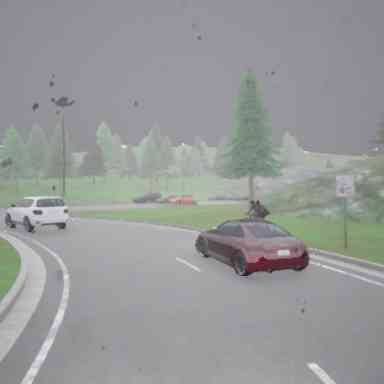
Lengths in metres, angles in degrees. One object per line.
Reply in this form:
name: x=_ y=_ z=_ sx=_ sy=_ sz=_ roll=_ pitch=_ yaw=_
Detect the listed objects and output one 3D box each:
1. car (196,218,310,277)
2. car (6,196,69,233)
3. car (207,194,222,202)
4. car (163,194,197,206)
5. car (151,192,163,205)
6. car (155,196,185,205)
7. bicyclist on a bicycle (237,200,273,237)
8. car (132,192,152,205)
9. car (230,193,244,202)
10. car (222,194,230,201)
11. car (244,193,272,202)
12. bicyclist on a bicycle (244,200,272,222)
car: x=1.640 y=1.499 z=10.252 sx=1.994 sy=1.385 sz=4.181 roll=-1 pitch=0 yaw=-20
car: x=-9.617 y=1.279 z=20.566 sx=2.150 sy=2.045 sz=5.566 roll=-1 pitch=0 yaw=-44
car: x=5.262 y=1.164 z=67.751 sx=4.902 sy=1.511 sz=2.128 roll=-1 pitch=0 yaw=-37
car: x=-1.488 y=1.173 z=49.770 sx=4.553 sy=1.767 sz=2.097 roll=-1 pitch=0 yaw=-36
car: x=-3.490 y=1.191 z=52.632 sx=4.553 sy=1.767 sz=2.097 roll=-1 pitch=0 yaw=-36
car: x=-3.700 y=1.427 z=56.809 sx=4.718 sy=1.301 sz=1.895 roll=-1 pitch=0 yaw=-36
bicyclist on a bicycle: x=2.972 y=1.195 z=15.665 sx=1.656 sy=1.620 sz=0.582 roll=-1 pitch=0 yaw=-30
car: x=-7.722 y=1.098 z=58.173 sx=5.566 sy=2.045 sz=2.150 roll=-1 pitch=0 yaw=-36
car: x=9.931 y=0.960 z=62.520 sx=4.553 sy=1.767 sz=2.097 roll=-1 pitch=0 yaw=-36
car: x=8.912 y=1.110 z=66.109 sx=4.892 sy=1.490 sz=1.837 roll=-1 pitch=0 yaw=-36
car: x=12.254 y=1.076 z=59.894 sx=4.902 sy=1.511 sz=2.128 roll=-1 pitch=0 yaw=-36
bicyclist on a bicycle: x=3.127 y=1.194 z=15.201 sx=1.656 sy=1.620 sz=0.582 roll=-1 pitch=0 yaw=-29
